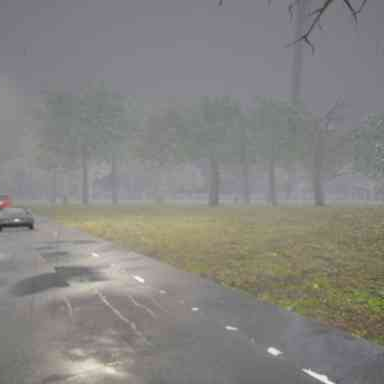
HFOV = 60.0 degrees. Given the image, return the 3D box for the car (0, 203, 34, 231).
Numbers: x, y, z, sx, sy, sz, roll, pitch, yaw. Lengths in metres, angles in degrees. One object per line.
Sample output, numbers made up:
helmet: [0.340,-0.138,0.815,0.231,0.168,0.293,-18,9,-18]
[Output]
car: [-11.345,1.618,21.220,1.994,1.385,4.181,1,0,-32]

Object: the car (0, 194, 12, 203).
car: [-20.937,1.302,36.248,2.150,2.045,5.566,1,-2,-32]
